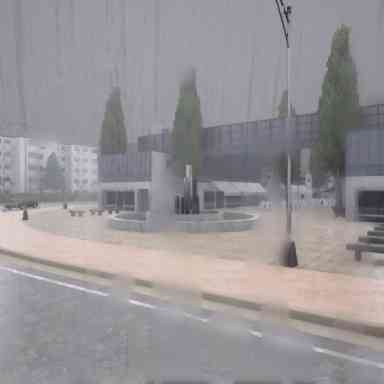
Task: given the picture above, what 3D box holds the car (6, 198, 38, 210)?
[{"bbox_3d":[-21.859,1.491,43.015,2.128,1.511,4.902,0,0,5],"label":"car"}]
